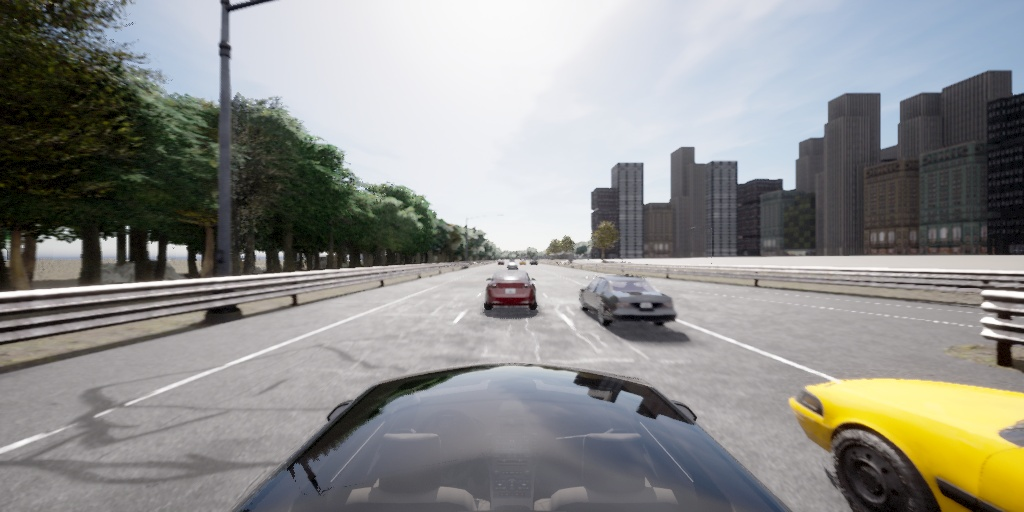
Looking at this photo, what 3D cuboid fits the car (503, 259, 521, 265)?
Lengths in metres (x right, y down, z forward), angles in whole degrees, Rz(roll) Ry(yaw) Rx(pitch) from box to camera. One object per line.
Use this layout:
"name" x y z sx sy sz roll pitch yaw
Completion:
"car" 0.079 1.701 58.386 2.033 1.411 5.357 0 -1 0

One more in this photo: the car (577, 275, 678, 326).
"car" 3.498 1.343 11.861 2.033 1.411 5.357 0 0 0

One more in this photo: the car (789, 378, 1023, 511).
"car" 3.501 1.204 1.051 1.801 1.575 5.366 0 0 0

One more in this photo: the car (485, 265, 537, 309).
"car" -0.044 1.316 15.234 2.163 1.488 4.792 0 0 0
